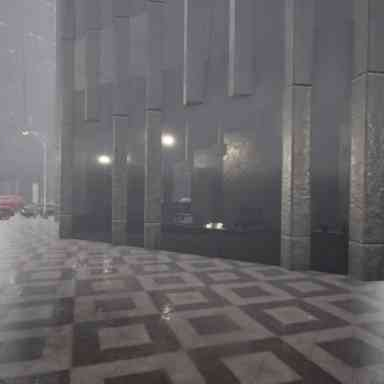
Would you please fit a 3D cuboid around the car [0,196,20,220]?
[{"bbox_3d":[-17.119,1.454,26.775,2.192,1.841,5.009,1,0,35],"label":"car"}]

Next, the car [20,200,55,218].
[{"bbox_3d":[-13.845,1.733,31.371,1.947,1.339,4.313,1,0,35],"label":"car"}]

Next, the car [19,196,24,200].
[{"bbox_3d":[-20.776,1.342,36.328,2.192,1.841,5.009,1,0,35],"label":"car"}]

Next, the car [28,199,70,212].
[{"bbox_3d":[-17.503,1.622,40.922,1.947,1.339,4.313,1,0,35],"label":"car"}]
